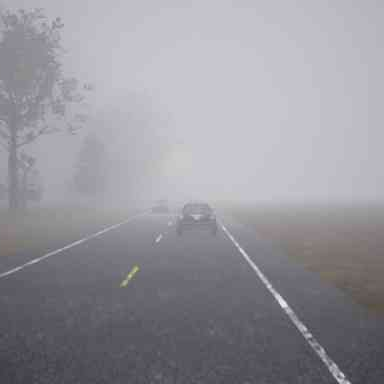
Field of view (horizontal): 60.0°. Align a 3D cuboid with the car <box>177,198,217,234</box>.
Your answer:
[{"bbox_3d":[0.267,1.332,19.025,2.097,1.767,4.553,0,0,1],"label":"car"}]

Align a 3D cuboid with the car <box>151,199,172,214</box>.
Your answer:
[{"bbox_3d":[-3.240,1.492,35.891,1.837,1.490,4.892,0,0,0],"label":"car"}]

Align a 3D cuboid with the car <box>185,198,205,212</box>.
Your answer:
[{"bbox_3d":[0.360,1.462,38.757,2.128,1.511,4.902,0,0,0],"label":"car"}]
